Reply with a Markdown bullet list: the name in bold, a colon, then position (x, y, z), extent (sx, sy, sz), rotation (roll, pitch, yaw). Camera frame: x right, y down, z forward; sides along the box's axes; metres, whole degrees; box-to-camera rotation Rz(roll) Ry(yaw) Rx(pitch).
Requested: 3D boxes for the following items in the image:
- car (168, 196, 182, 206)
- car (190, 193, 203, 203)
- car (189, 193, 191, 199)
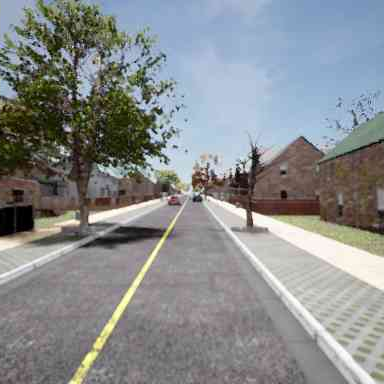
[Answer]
- **car**: position (-2.721, 1.365, 51.720), extent (1.812, 1.442, 4.674), rotation (0, 0, 0)
- **car**: position (1.076, 1.268, 64.999), extent (1.882, 1.535, 5.008), rotation (0, 0, 0)
- **car**: position (0.148, 1.120, 83.771), extent (1.812, 1.442, 4.674), rotation (0, 0, 0)
